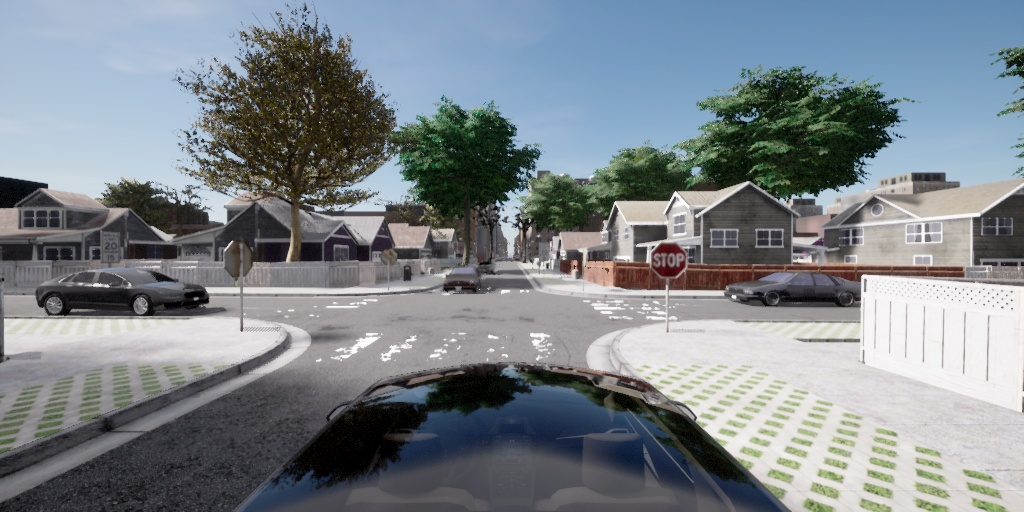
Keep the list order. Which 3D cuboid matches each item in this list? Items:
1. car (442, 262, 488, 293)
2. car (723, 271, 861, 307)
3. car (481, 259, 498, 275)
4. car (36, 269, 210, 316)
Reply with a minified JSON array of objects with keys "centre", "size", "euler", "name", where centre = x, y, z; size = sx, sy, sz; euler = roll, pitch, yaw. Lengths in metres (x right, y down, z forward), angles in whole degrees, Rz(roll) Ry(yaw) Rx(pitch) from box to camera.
[{"centre":[-2.773,1.299,21.210],"size":[2.033,1.411,5.357],"euler":[0,0,0],"name":"car"},{"centre":[12.152,1.370,15.326],"size":[5.357,1.411,2.033],"euler":[0,0,0],"name":"car"},{"centre":[-2.793,1.285,39.004],"size":[1.837,1.490,4.892],"euler":[0,0,0],"name":"car"},{"centre":[-13.175,1.192,12.288],"size":[4.892,1.490,1.837],"euler":[0,0,2],"name":"car"}]
